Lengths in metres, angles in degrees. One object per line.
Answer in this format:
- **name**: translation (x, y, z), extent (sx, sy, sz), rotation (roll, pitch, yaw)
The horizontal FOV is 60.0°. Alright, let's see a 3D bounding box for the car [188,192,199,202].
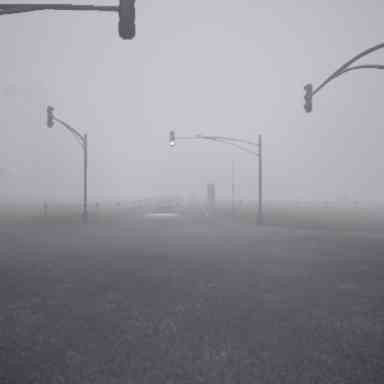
- **car**: translation (0.267, 1.226, 65.281), extent (1.882, 1.535, 5.008), rotation (0, 0, 0)

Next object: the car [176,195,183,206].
- **car**: translation (-2.653, 1.288, 47.682), extent (1.882, 1.535, 5.008), rotation (0, 1, 1)

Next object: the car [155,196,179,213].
- **car**: translation (-2.729, 1.422, 34.765), extent (1.994, 1.385, 4.181), rotation (0, 0, 1)
